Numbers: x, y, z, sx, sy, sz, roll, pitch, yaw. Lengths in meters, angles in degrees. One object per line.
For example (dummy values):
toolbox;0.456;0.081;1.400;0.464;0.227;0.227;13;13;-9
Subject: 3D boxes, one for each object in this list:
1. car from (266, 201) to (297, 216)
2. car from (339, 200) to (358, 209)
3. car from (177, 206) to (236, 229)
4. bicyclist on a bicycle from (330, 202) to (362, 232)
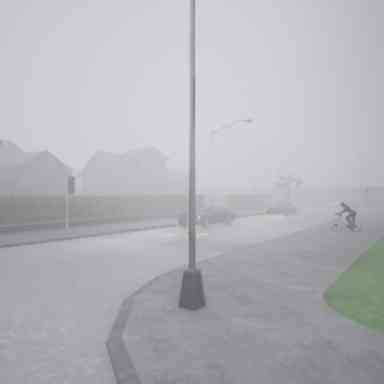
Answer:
car;9.091;1.633;33.720;1.994;1.385;4.181;0;0;36
car;22.078;1.712;47.021;1.895;1.301;4.718;0;0;18
car;1.073;1.639;22.415;1.895;1.301;4.718;0;0;35
bicyclist on a bicycle;8.500;1.393;18.380;1.656;1.620;0.582;0;0;35
